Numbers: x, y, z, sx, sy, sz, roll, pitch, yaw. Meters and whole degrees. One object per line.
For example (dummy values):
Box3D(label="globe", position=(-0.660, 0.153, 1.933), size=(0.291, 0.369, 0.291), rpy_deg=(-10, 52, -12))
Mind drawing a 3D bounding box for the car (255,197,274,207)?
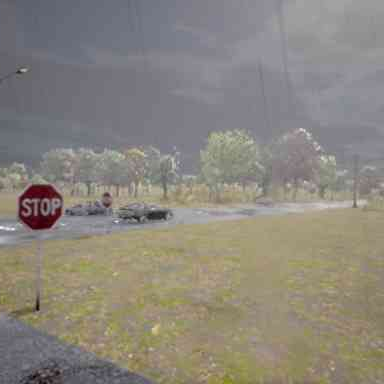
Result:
Box3D(label="car", position=(13.369, 1.705, 60.925), size=(2.097, 1.767, 4.553), rpy_deg=(2, 0, 36))

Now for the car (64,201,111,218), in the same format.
Box3D(label="car", position=(-9.202, 1.541, 29.762), size=(1.994, 1.385, 4.181), rpy_deg=(2, 1, 36))

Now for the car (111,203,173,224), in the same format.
Box3D(label="car", position=(-3.462, 1.575, 25.746), size=(2.128, 1.511, 4.902), rpy_deg=(2, 0, 36))
